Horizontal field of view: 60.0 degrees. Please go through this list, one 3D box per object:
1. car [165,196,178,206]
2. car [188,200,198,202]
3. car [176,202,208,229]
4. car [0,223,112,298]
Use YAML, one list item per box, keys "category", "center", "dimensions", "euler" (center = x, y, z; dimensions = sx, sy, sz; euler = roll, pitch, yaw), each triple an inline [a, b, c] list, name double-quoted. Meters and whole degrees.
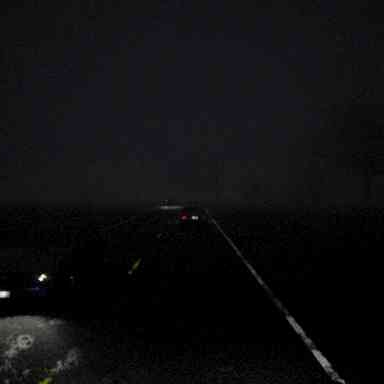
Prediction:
- category: "car"
  center: [-3.487, 1.509, 57.351]
  dimensions: [2.097, 1.767, 4.553]
  euler: [0, 0, 0]
- category: "car"
  center: [0.114, 1.679, 41.612]
  dimensions: [1.994, 1.385, 4.181]
  euler: [0, 0, 0]
- category: "car"
  center: [0.108, 1.609, 22.391]
  dimensions: [2.033, 1.411, 5.357]
  euler: [0, 0, 0]
- category: "car"
  center: [-3.598, 1.573, 8.990]
  dimensions: [2.033, 1.411, 5.357]
  euler: [0, 0, 0]
